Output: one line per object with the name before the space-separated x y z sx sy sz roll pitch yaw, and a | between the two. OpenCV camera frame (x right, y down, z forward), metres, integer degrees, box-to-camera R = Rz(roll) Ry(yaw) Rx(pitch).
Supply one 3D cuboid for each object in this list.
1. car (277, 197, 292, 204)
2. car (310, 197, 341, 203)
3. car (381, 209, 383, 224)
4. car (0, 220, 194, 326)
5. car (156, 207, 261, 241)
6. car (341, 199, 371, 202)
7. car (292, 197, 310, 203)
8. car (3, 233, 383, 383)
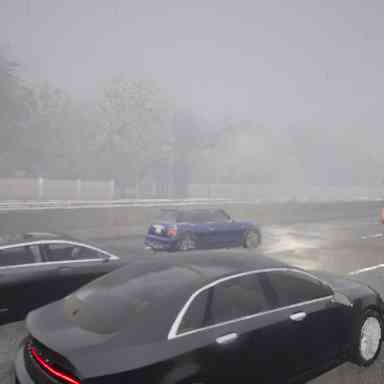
car | 14.477 1.470 48.664 5.008 1.535 1.882 0 0 -35
car | 17.740 1.481 42.414 4.902 1.511 2.128 0 0 -35
car | 15.213 1.337 23.196 4.553 1.767 2.097 0 0 -36
car | -2.630 1.492 6.169 4.902 1.511 2.128 0 0 -35
car | 0.575 1.347 12.755 4.553 1.767 2.097 0 0 -35
car | 20.385 1.591 40.002 4.718 1.301 1.895 0 0 -35
car | 16.583 1.484 45.871 4.902 1.511 2.128 0 0 -35
car | 0.570 1.503 4.153 4.892 1.490 1.837 0 0 -36
